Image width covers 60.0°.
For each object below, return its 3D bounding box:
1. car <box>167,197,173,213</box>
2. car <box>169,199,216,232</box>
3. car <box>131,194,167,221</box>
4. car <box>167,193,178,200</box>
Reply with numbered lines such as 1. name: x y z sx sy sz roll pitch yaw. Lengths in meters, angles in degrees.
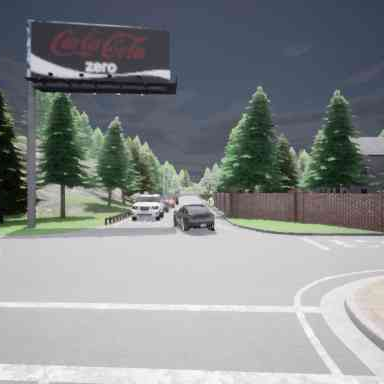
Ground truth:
1. car: -3.577 1.564 37.303 1.994 1.385 4.181 0 0 0
2. car: 0.065 1.550 21.122 1.837 1.490 4.892 -4 3 -13
3. car: -3.587 1.221 27.822 2.150 2.045 5.566 0 0 0
4. car: -3.558 1.352 47.444 2.097 1.767 4.553 0 0 0
